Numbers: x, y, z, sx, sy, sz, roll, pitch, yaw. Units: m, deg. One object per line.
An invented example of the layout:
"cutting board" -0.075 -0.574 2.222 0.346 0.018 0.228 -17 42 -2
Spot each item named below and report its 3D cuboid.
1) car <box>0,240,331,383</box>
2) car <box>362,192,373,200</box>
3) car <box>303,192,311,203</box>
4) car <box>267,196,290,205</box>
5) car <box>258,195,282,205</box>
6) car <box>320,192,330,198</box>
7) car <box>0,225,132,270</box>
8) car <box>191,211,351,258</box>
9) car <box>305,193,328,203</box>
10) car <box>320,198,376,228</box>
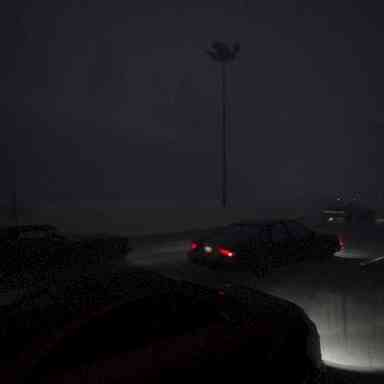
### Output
"car" -0.500 1.558 3.537 4.181 1.385 1.994 0 0 -36
"car" 40.450 0.845 76.651 2.097 1.767 4.553 0 0 31
"car" 17.019 0.968 48.812 2.150 2.045 5.566 0 0 40
"car" 13.610 1.287 50.201 1.812 1.442 4.674 0 0 40
"car" 12.899 1.277 54.808 1.812 1.442 4.674 0 0 39
"car" 35.427 0.838 88.564 1.812 1.442 4.674 0 0 31
"car" -4.178 1.600 9.477 4.718 1.301 1.895 0 0 -36
"car" 2.385 1.503 10.063 5.357 1.411 2.033 0 0 -38
"car" 17.167 1.250 43.637 2.128 1.511 4.902 0 0 41
"car" 9.934 1.365 21.053 4.902 1.511 2.128 -1 0 -42
